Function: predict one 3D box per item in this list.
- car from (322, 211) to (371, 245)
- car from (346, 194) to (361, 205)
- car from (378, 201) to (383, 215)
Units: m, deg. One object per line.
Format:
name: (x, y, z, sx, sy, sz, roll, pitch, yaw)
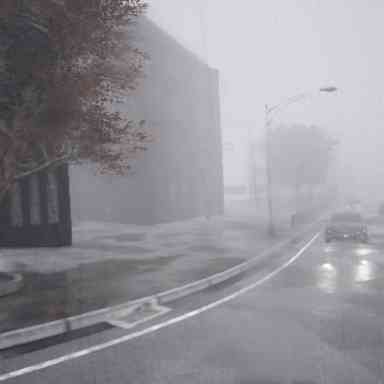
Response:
car: (7.987, 1.762, 17.166, 1.837, 1.490, 4.892, -2, -2, 26)
car: (26.154, 1.201, 53.814, 1.882, 1.535, 5.008, -2, 2, 27)
car: (21.944, 1.667, 37.032, 1.882, 1.535, 5.008, -2, 0, 26)
